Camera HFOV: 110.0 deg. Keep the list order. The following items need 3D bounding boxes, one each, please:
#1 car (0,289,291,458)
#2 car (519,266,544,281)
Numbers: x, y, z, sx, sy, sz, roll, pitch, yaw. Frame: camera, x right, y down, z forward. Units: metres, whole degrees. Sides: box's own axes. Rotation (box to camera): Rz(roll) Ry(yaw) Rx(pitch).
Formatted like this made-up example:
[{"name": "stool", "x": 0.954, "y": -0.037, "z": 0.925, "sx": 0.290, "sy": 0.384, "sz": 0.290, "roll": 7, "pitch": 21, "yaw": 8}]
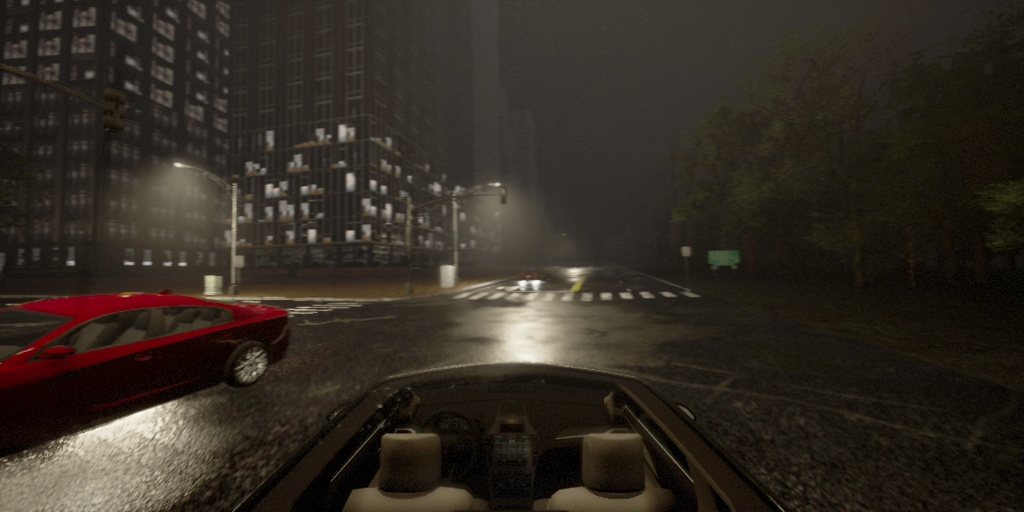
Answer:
[{"name": "car", "x": -5.312, "y": 1.249, "z": 4.460, "sx": 1.882, "sy": 1.535, "sz": 5.008, "roll": 4, "pitch": 0, "yaw": 13}, {"name": "car", "x": 1.952, "y": 1.721, "z": 35.499, "sx": 1.994, "sy": 1.385, "sz": 4.181, "roll": -2, "pitch": 0, "yaw": 13}]
